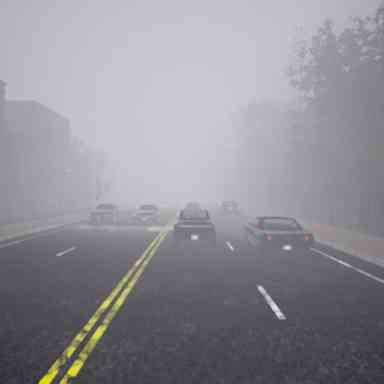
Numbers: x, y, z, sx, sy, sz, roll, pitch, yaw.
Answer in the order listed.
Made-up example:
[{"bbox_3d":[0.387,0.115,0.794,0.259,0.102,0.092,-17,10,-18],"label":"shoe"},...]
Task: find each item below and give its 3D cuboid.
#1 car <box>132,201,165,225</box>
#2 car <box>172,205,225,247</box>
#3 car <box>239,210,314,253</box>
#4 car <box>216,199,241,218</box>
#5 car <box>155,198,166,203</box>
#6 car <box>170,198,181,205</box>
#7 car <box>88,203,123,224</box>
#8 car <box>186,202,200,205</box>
[{"bbox_3d":[-3.346,1.637,25.469,1.812,1.442,4.674,0,0,0],"label":"car"},{"bbox_3d":[0.102,1.559,15.305,2.128,1.511,4.902,0,0,0],"label":"car"},{"bbox_3d":[3.352,1.662,13.874,1.895,1.301,4.718,0,0,0],"label":"car"},{"bbox_3d":[3.355,1.488,31.206,2.097,1.767,4.553,0,0,0],"label":"car"},{"bbox_3d":[-6.491,1.846,68.071,1.994,1.385,4.181,0,0,0],"label":"car"},{"bbox_3d":[-3.249,1.840,66.107,1.994,1.385,4.181,0,0,0],"label":"car"},{"bbox_3d":[-6.594,1.618,25.807,1.837,1.490,4.892,0,0,0],"label":"car"},{"bbox_3d":[0.105,1.668,32.529,1.812,1.442,4.674,0,0,0],"label":"car"}]
